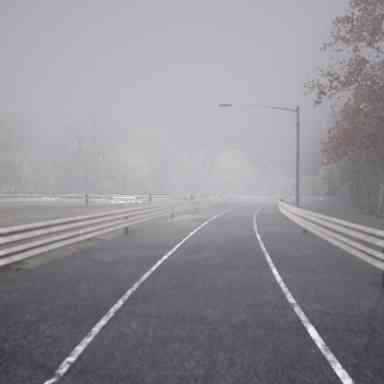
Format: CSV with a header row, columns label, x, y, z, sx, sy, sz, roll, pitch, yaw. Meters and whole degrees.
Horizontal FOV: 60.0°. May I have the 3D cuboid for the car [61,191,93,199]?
label,x,y,z,sx,sy,sz,roll,pitch,yaw
car,-16.497,0.616,48.096,2.097,1.767,4.553,0,-1,32

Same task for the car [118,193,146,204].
label,x,y,z,sx,sy,sz,roll,pitch,yaw
car,-8.426,0.870,47.834,2.128,1.511,4.902,0,-1,32

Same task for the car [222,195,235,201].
label,x,y,z,sx,sy,sz,roll,pitch,yaw
car,8.794,1.500,82.602,2.033,1.411,5.357,0,-1,31

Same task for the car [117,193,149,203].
label,x,y,z,sx,sy,sz,roll,pitch,yaw
car,-9.294,0.922,53.083,2.033,1.411,5.357,0,-1,32
